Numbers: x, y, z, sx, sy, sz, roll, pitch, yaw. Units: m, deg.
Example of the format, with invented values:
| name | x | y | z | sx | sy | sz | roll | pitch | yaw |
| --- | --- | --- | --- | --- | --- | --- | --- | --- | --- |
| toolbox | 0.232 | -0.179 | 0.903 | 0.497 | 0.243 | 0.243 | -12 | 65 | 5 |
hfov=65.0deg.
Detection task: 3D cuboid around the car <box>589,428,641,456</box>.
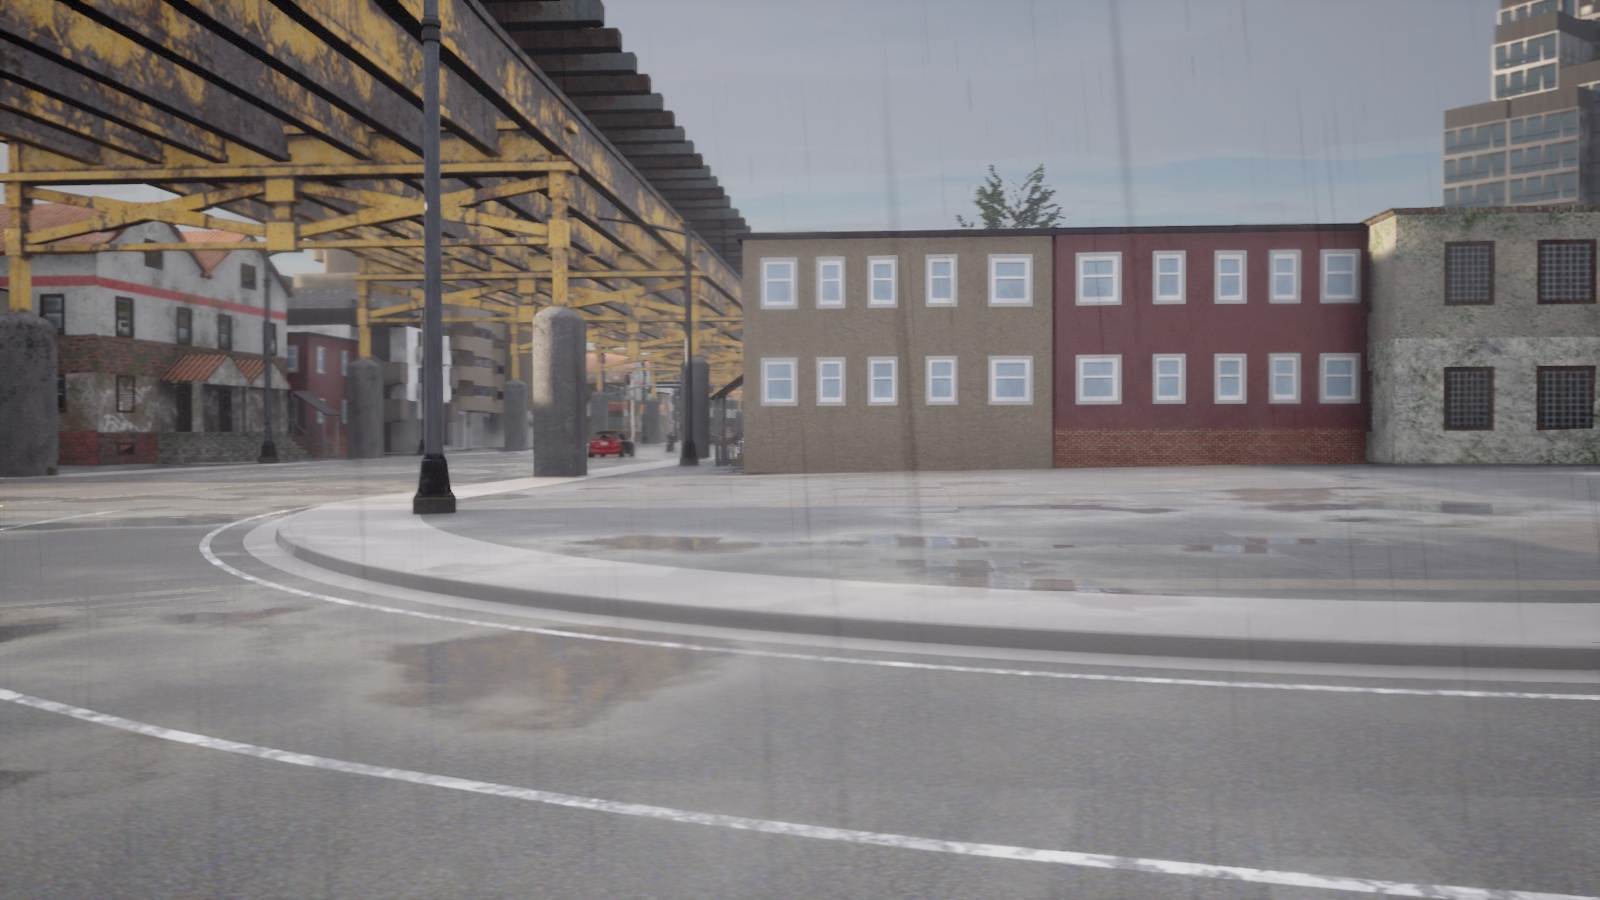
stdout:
| name | x | y | z | sx | sy | sz | roll | pitch | yaw |
| --- | --- | --- | --- | --- | --- | --- | --- | --- | --- |
| car | -11.658 | -0.528 | 79.476 | 2.242 | 1.667 | 4.611 | 0 | 1 | 5 |
